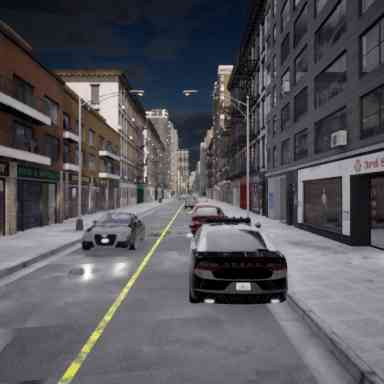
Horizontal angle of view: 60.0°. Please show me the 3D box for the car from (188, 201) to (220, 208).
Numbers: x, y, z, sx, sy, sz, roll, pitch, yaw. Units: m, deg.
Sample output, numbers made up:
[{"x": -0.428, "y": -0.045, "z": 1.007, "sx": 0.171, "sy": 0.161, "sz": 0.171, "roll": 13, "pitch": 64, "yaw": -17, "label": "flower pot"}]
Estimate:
[{"x": 0.863, "y": 1.488, "z": 18.221, "sx": 1.882, "sy": 1.535, "sz": 5.008, "roll": 0, "pitch": 0, "yaw": 0, "label": "car"}]

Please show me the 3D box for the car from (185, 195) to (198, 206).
[{"x": -0.119, "y": 1.437, "z": 58.346, "sx": 2.097, "sy": 1.767, "sz": 4.553, "roll": 0, "pitch": 0, "yaw": 0, "label": "car"}]

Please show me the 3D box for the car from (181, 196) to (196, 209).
[{"x": -0.075, "y": 1.595, "z": 45.122, "sx": 2.033, "sy": 1.411, "sz": 5.357, "roll": 0, "pitch": 0, "yaw": 0, "label": "car"}]

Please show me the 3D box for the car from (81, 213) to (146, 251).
[{"x": -3.129, "y": 1.570, "z": 13.971, "sx": 1.994, "sy": 1.385, "sz": 4.181, "roll": 0, "pitch": 0, "yaw": 0, "label": "car"}]

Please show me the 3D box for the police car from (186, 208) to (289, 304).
[{"x": 0.884, "y": 1.428, "z": 8.331, "sx": 1.930, "sy": 1.638, "sz": 5.238, "roll": 0, "pitch": 0, "yaw": 0, "label": "police car"}]

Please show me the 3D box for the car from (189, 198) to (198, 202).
[{"x": 0.851, "y": 1.471, "z": 24.412, "sx": 1.801, "sy": 1.575, "sz": 5.366, "roll": 0, "pitch": 0, "yaw": 0, "label": "car"}]
